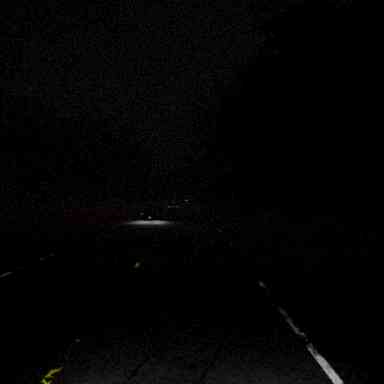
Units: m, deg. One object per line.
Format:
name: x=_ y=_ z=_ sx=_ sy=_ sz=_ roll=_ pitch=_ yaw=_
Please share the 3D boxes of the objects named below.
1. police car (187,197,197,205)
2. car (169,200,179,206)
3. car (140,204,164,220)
police car: x=0.228 y=2.586 z=88.740 sx=1.930 sy=1.638 sz=5.238 roll=0 pitch=-1 yaw=-1
car: x=-3.994 y=2.391 z=72.950 sx=1.812 sy=1.442 sz=4.674 roll=0 pitch=-1 yaw=-1
car: x=-3.627 y=1.825 z=31.043 sx=2.033 sy=1.411 sz=5.357 roll=0 pitch=-1 yaw=0
